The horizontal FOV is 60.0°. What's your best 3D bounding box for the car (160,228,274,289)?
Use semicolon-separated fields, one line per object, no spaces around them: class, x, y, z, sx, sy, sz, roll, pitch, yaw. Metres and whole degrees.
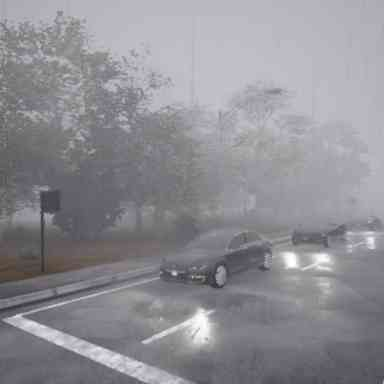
car;1.028;2.008;10.970;1.837;1.490;4.892;-4;-3;39

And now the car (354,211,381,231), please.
car;14.352;2.345;27.563;1.812;1.442;4.674;-4;-3;39

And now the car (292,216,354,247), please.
car;7.296;2.130;18.786;1.882;1.535;5.008;-4;-3;39
